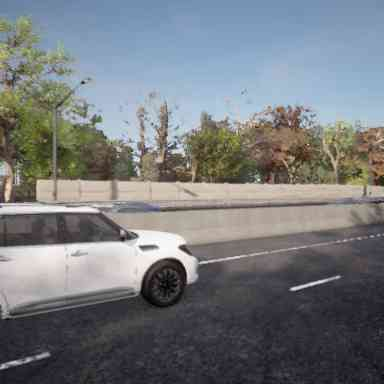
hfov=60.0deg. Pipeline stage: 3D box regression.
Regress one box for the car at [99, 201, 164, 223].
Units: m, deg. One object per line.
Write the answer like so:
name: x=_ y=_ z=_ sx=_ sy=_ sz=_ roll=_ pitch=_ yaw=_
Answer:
car: x=-4.744 y=1.523 z=26.403 sx=4.674 sy=1.442 sz=1.812 roll=0 pitch=0 yaw=-35

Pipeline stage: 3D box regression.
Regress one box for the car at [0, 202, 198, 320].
car: x=-2.530 y=1.220 z=6.242 sx=5.566 sy=2.045 sz=2.150 roll=0 pitch=0 yaw=-35

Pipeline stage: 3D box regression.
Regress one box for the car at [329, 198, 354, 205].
car: x=23.101 y=1.563 z=50.515 sx=5.357 sy=1.411 sz=2.033 roll=0 pitch=0 yaw=-35

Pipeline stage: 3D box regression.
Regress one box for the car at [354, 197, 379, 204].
car: x=26.237 y=1.495 z=48.455 sx=5.008 sy=1.535 sz=1.882 roll=0 pitch=0 yaw=-35

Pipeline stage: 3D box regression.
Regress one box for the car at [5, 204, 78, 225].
car: x=-11.328 y=1.599 z=25.159 sx=4.718 sy=1.301 sz=1.895 roll=0 pitch=0 yaw=-38

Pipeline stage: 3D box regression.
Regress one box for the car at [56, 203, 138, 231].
car: x=-6.001 y=1.524 z=21.208 sx=4.674 sy=1.442 sz=1.812 roll=0 pitch=0 yaw=-35

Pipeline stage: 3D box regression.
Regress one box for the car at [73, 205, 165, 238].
car: x=-3.944 y=1.524 z=18.375 sx=4.674 sy=1.442 sz=1.812 roll=0 pitch=0 yaw=-36

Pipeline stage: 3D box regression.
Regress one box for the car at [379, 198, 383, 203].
car: x=28.201 y=1.369 z=45.560 sx=4.553 sy=1.767 sz=2.097 roll=0 pitch=0 yaw=-35
